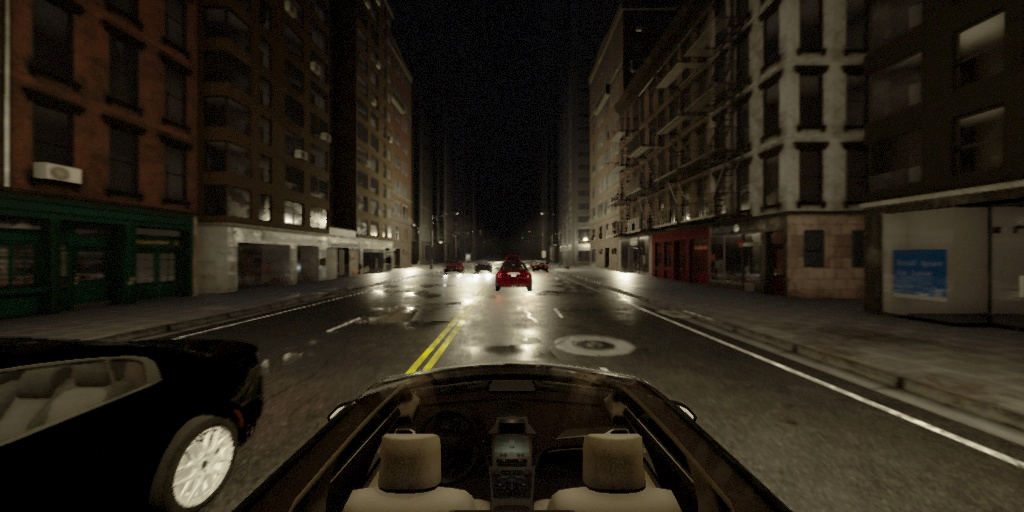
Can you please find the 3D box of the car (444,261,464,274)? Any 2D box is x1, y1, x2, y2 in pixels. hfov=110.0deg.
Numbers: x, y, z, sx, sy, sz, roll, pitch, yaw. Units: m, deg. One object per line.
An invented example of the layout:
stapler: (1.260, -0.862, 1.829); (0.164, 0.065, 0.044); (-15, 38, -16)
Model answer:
car: (-6.591, 1.263, 41.207); (1.812, 1.442, 4.674); (0, 0, 0)

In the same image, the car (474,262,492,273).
car: (-3.344, 1.338, 42.341); (1.895, 1.301, 4.718); (0, 0, 0)

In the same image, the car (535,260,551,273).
car: (3.345, 1.338, 43.846); (1.895, 1.301, 4.718); (0, 0, 0)

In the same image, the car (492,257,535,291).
car: (0.097, 1.098, 22.048); (2.097, 1.767, 4.553); (0, 0, 0)

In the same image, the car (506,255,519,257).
car: (0.094, 0.956, 45.181); (2.150, 2.045, 5.566); (0, 0, 0)

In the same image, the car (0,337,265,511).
car: (-3.351, 1.227, 1.398); (1.882, 1.535, 5.008); (0, 0, 0)
